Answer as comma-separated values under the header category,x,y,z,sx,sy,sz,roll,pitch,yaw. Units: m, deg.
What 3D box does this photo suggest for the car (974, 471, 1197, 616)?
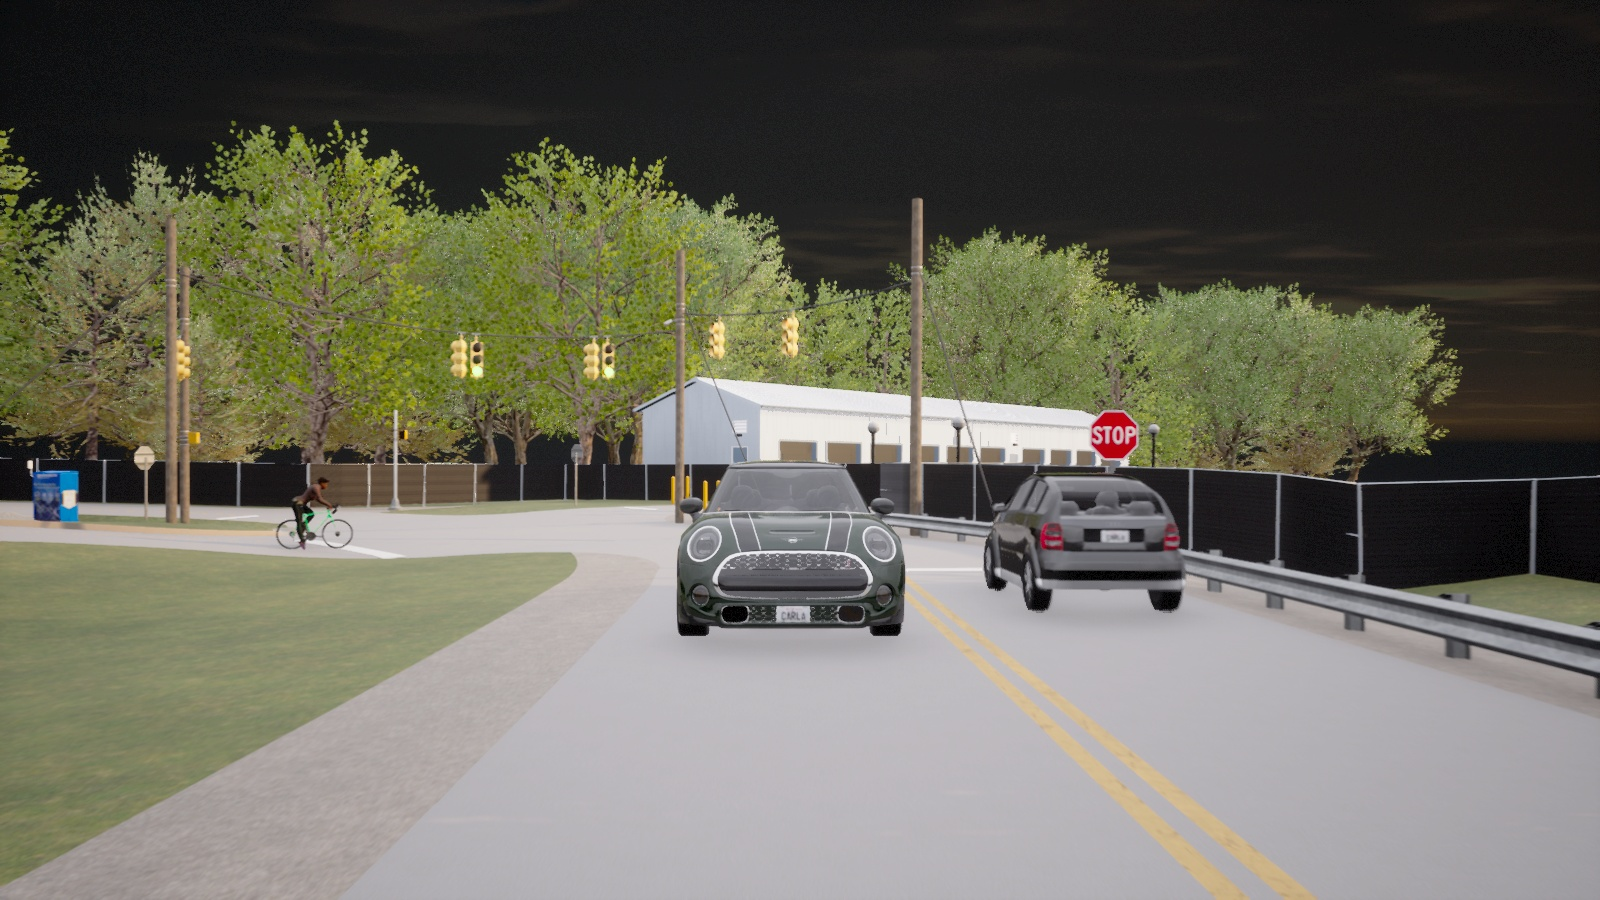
category,x,y,z,sx,sy,sz,roll,pitch,yaw
car,3.319,1.034,15.334,1.789,1.549,3.705,0,-1,-1

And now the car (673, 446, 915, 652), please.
category,x,y,z,sx,sy,sz,roll,pitch,yaw
car,-0.135,0.891,13.172,2.097,1.767,4.553,0,-1,-2

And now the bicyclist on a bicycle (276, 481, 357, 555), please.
category,x,y,z,sx,sy,sz,roll,pitch,yaw
bicyclist on a bicycle,-10.999,1.532,28.567,1.656,1.620,0.582,1,1,-26
